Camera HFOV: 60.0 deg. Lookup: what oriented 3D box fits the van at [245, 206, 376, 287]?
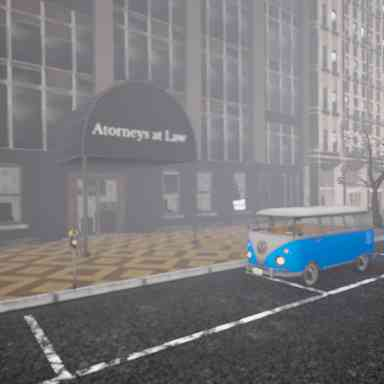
[{"bbox_3d":[3.220,1.290,8.864,3.998,1.788,1.690,0,0,-36],"label":"van"}]
